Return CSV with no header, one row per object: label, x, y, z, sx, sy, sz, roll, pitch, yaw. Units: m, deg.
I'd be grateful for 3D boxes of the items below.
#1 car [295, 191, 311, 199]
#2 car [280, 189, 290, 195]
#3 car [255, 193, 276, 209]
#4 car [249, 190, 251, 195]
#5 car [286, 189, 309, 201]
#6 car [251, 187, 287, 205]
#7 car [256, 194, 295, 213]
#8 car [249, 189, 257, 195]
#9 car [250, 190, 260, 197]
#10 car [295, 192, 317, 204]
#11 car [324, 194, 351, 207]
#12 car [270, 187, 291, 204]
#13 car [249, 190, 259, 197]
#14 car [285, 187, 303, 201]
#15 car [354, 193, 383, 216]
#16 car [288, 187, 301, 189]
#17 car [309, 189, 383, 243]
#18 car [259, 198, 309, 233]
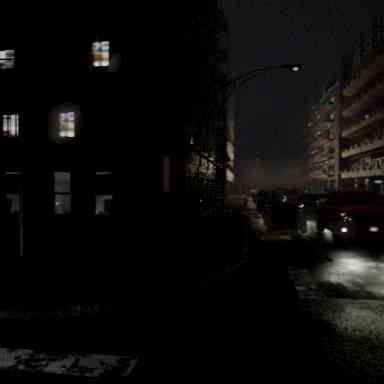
car,20.083,0.515,60.262,2.008,1.369,4.403,0,1,9
car,24.603,-0.045,88.307,1.967,1.590,4.097,0,1,9
car,7.263,0.867,33.377,1.752,1.417,4.829,0,1,9
car,10.002,0.504,50.372,1.967,1.590,4.097,0,1,9
car,8.395,0.866,24.087,2.097,1.767,4.553,1,1,9
car,6.387,0.747,27.932,2.192,1.841,5.009,0,1,9
car,5.455,1.053,22.159,1.752,1.417,4.829,0,1,9
car,16.329,-0.001,89.639,1.947,1.339,4.313,0,1,9
car,12.713,0.343,67.201,2.008,1.369,4.403,0,1,9
car,14.737,0.784,43.324,1.994,1.385,4.181,1,1,9
car,16.467,0.910,37.825,1.802,1.307,4.206,0,1,9
car,11.704,0.404,44.271,2.150,2.045,5.566,1,1,10
car,13.617,0.253,72.810,2.008,1.369,4.403,0,1,9
car,16.345,0.275,53.574,2.150,2.045,5.566,1,1,9
car,14.660,0.953,26.604,1.967,1.590,4.097,0,1,9
car,9.977,0.704,33.857,2.097,1.767,4.553,1,1,9
car,6.797,0.898,14.304,2.150,2.045,5.566,1,1,10
car,4.578,1.184,16.717,1.947,1.339,4.313,0,1,9
